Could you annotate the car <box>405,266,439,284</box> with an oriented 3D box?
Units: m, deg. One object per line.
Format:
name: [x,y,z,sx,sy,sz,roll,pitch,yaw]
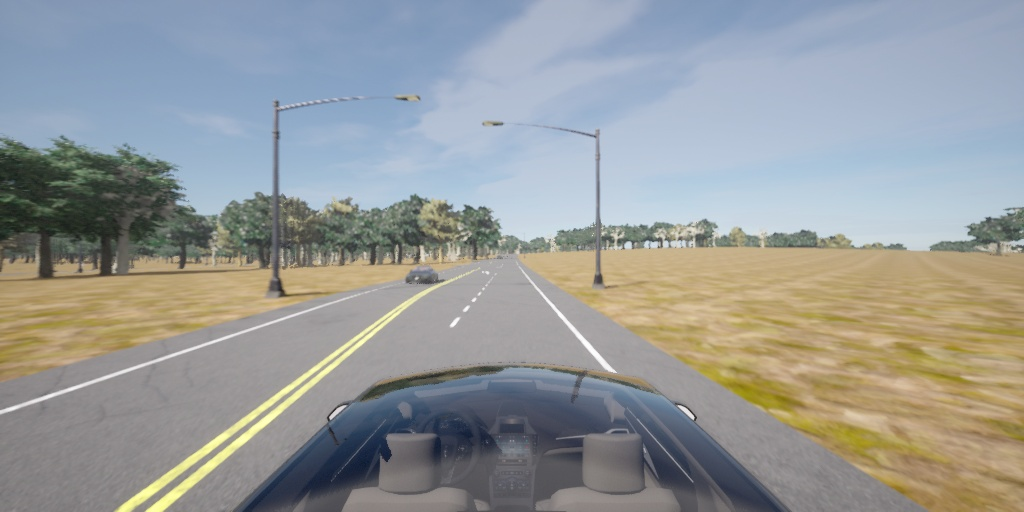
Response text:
car: [-7.187,1.487,28.913,1.994,1.385,4.181,0,0,-1]
